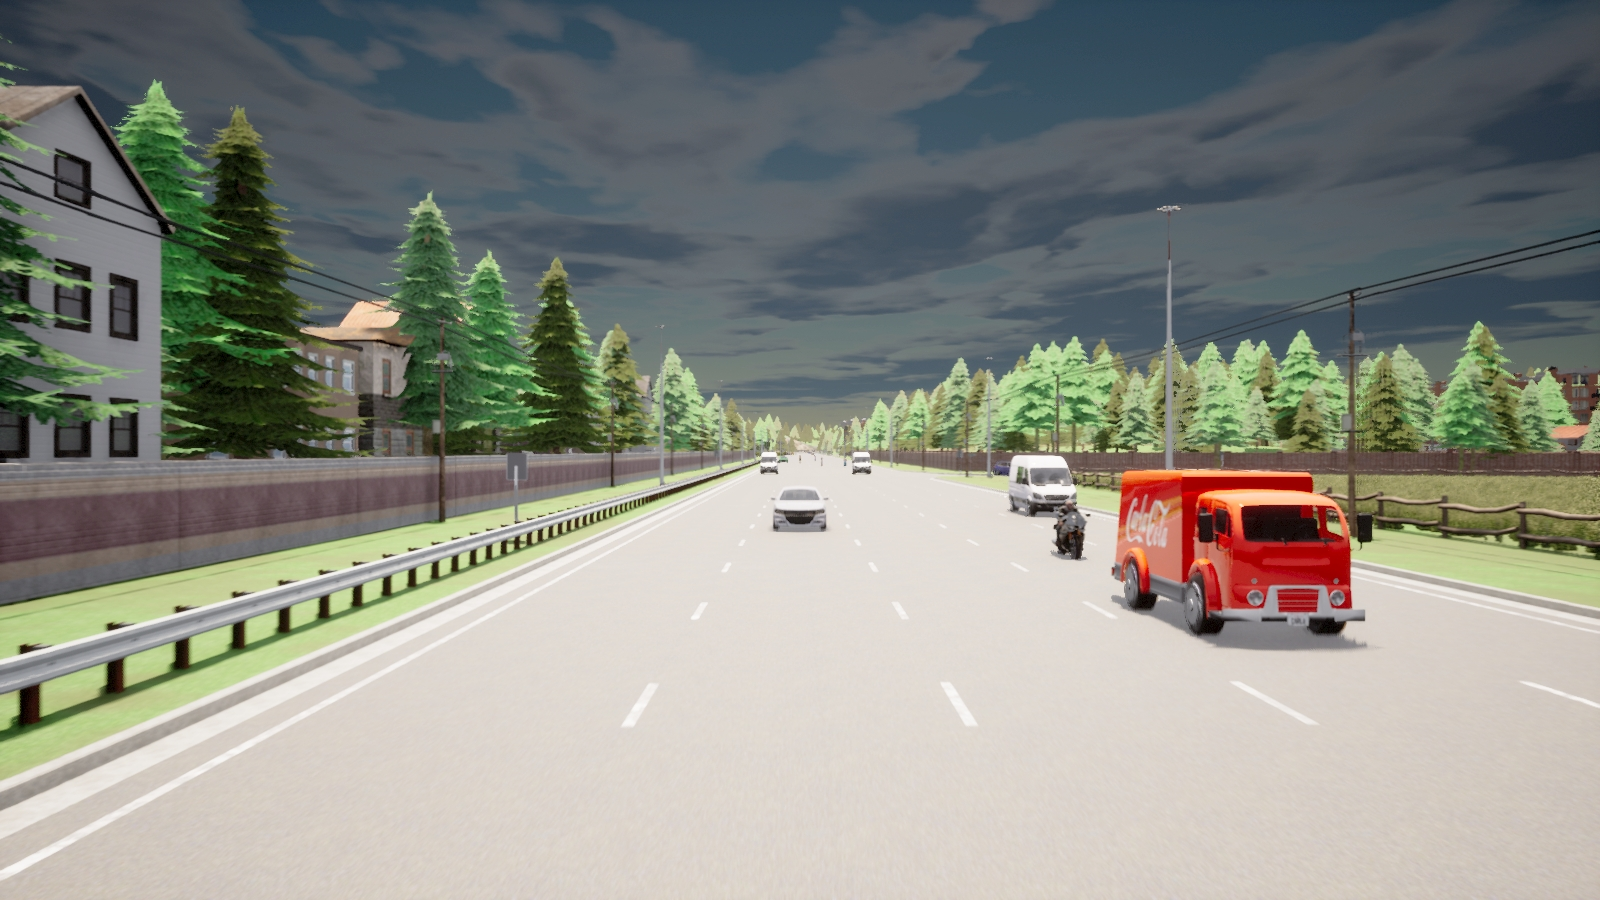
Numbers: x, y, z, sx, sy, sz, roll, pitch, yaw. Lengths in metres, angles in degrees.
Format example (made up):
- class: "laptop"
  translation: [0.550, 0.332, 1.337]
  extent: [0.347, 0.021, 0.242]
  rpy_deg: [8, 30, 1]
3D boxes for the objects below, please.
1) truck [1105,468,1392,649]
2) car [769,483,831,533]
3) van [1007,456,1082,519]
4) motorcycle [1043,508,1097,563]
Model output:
- class: "truck"
  translation: [7.000, 1.570, 18.661]
  extent: [2.627, 2.467, 5.204]
  rpy_deg: [0, 0, 0]
- class: "car"
  translation: [-0.012, 2.034, 40.899]
  extent: [2.097, 1.535, 5.006]
  rpy_deg: [0, 0, 0]
- class: "van"
  translation: [10.499, 1.534, 49.586]
  extent: [1.988, 2.561, 5.915]
  rpy_deg: [0, 0, 0]
- class: "motorcycle"
  translation: [7.001, 2.205, 29.737]
  extent: [0.867, 1.251, 2.209]
  rpy_deg: [0, 0, 0]
